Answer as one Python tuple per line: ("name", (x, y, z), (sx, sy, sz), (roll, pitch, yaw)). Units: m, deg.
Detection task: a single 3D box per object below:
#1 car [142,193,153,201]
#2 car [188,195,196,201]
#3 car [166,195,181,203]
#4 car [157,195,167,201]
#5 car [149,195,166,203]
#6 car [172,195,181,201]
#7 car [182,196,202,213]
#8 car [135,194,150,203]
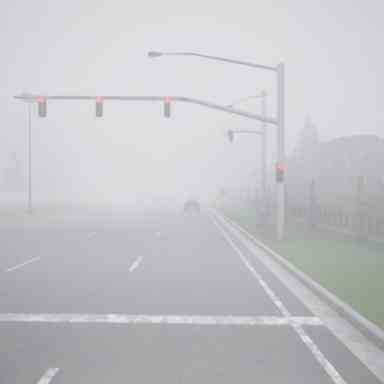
("car", (-10.538, 1.186, 78.644), (2.097, 1.767, 4.553), (0, 0, 0))
("car", (-0.038, 1.355, 78.679), (1.812, 1.442, 4.674), (0, 0, 0))
("car", (-3.533, 1.490, 68.258), (2.128, 1.511, 4.902), (0, 0, 0))
("car", (-7.038, 1.383, 78.676), (1.994, 1.385, 4.181), (0, 0, 0))
("car", (-7.033, 1.476, 68.256), (1.882, 1.535, 5.008), (0, 0, 0))
("car", (-3.538, 1.426, 78.708), (1.895, 1.301, 4.718), (0, 0, 0))
("car", (-0.018, 1.503, 37.646), (1.837, 1.490, 4.892), (0, 0, 0))
("car", (-10.533, 1.562, 68.638), (1.994, 1.385, 4.181), (0, 0, 0))
